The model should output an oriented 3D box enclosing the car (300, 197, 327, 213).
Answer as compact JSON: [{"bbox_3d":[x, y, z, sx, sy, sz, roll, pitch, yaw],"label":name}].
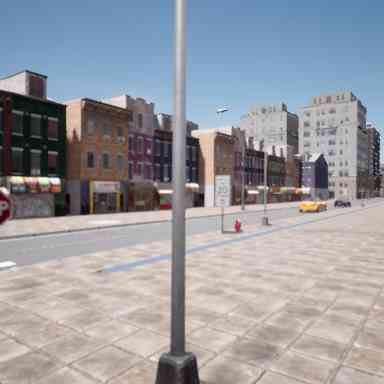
[{"bbox_3d":[14.409,1.427,39.338,2.097,1.767,4.553,1,0,36],"label":"car"}]

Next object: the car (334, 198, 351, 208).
[{"bbox_3d":[23.628,1.649,52.165,1.812,1.442,4.674,1,0,36],"label":"car"}]
